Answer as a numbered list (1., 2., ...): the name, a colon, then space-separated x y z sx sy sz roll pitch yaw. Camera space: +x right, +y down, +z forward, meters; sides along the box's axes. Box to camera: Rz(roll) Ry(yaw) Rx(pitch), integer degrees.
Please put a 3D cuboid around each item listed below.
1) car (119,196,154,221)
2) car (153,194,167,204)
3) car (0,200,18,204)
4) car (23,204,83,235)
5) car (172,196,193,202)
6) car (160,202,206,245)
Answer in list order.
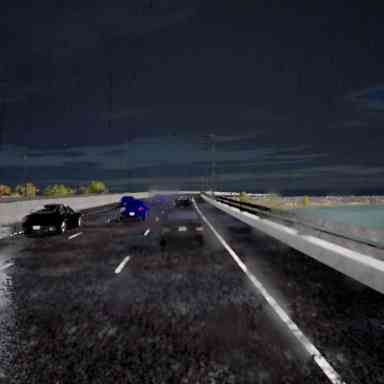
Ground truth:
1. car: -4.230 1.315 25.295 1.812 1.442 4.674 -1 1 -2
2. car: -4.739 1.035 49.147 1.882 1.535 5.008 -1 1 -1
3. car: -18.619 1.513 33.109 2.033 1.411 5.357 -1 1 -1
4. car: -7.524 1.427 18.364 1.837 1.490 4.892 -1 1 -2
5. car: -0.961 1.137 33.671 2.128 1.511 4.902 -1 1 -1
6. car: -0.409 1.384 14.747 2.033 1.411 5.357 -1 1 -2
